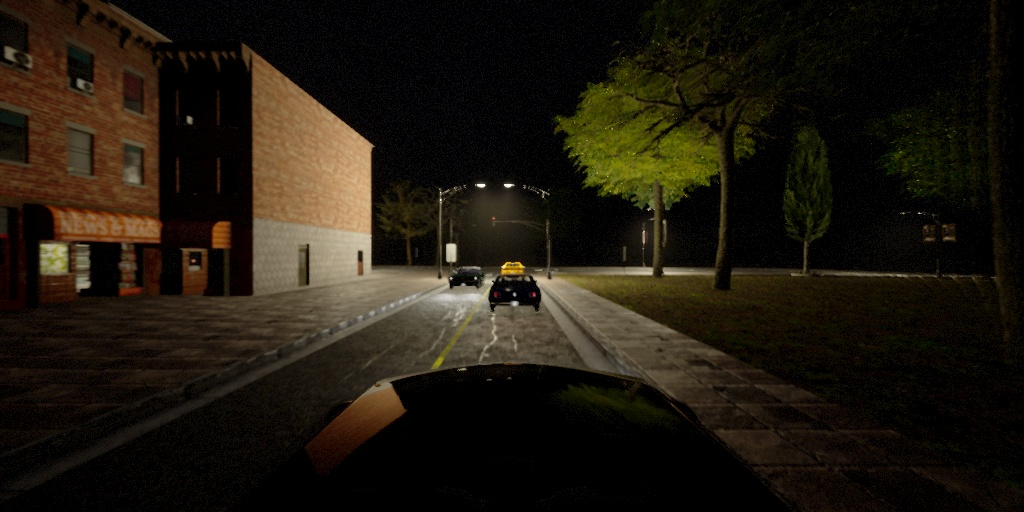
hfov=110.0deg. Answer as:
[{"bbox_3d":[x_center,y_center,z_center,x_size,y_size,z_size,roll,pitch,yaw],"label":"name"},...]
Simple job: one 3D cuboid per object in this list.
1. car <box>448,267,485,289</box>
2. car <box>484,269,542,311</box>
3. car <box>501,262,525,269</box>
[{"bbox_3d":[-2.832,1.377,23.095,1.895,1.301,4.718,0,0,0],"label":"car"},{"bbox_3d":[0.097,1.355,14.534,1.895,1.301,4.718,0,0,0],"label":"car"},{"bbox_3d":[0.095,1.287,31.228,1.882,1.535,5.008,0,-1,1],"label":"car"}]
